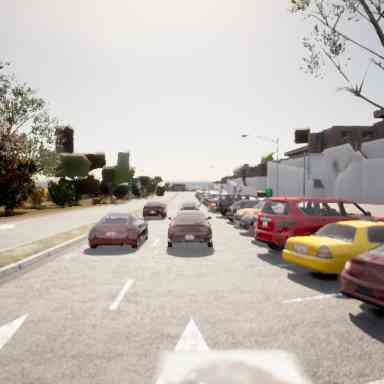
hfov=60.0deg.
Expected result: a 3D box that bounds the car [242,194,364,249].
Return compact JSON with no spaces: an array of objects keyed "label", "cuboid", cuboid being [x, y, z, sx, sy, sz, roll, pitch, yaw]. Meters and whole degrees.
[{"label":"car","cuboid":[5.024,1.226,12.374,5.566,2.045,2.435,1,0,-21]}]

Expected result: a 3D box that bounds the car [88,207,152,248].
[{"label":"car","cuboid":[-3.096,1.563,14.652,1.994,1.385,4.181,0,0,-1]}]

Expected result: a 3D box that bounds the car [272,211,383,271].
[{"label":"car","cuboid":[5.194,1.478,9.425,5.366,1.575,1.946,1,0,-21]}]

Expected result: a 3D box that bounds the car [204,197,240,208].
[{"label":"car","cuboid":[4.608,1.626,51.370,5.008,1.535,2.097,1,-1,-21]}]

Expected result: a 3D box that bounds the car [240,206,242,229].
[{"label":"car","cuboid":[4.992,1.506,15.377,4.792,1.488,2.163,1,0,-21]}]

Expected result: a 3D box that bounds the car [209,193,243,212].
[{"label":"car","cuboid":[4.847,1.248,30.384,5.566,2.045,2.435,1,-1,-21]}]

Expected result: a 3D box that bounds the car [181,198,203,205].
[{"label":"car","cuboid":[-0.243,1.545,29.689,1.812,1.442,4.674,0,0,-1]}]

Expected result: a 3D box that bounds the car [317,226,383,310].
[{"label":"car","cuboid":[5.037,1.520,6.356,4.674,1.452,2.002,1,0,-20]}]

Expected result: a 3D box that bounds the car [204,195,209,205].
[{"label":"car","cuboid":[4.559,1.535,39.298,5.366,1.575,1.946,1,0,-21]}]

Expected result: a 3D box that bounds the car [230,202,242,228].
[{"label":"car","cuboid":[4.945,1.478,18.361,4.892,1.521,2.231,1,0,-21]}]

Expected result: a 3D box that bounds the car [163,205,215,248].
[{"label":"car","cuboid":[-0.097,1.524,14.681,1.812,1.442,4.674,0,0,-1]}]

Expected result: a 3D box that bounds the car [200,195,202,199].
[{"label":"car","cuboid":[4.530,1.721,60.370,4.674,1.452,2.002,1,0,-21]}]

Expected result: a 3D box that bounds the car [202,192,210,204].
[{"label":"car","cuboid":[4.682,1.309,42.352,5.566,2.045,2.435,1,0,-21]}]

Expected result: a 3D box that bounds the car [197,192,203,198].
[{"label":"car","cuboid":[4.497,1.440,66.394,5.566,2.045,2.435,1,0,-21]}]

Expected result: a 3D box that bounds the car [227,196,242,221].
[{"label":"car","cuboid":[4.942,1.354,21.371,4.553,1.767,2.185,1,0,-21]}]

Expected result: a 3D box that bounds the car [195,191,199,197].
[{"label":"car","cuboid":[4.358,1.424,75.374,5.566,2.045,2.435,1,1,-21]}]

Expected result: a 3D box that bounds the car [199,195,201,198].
[{"label":"car","cuboid":[4.523,1.716,63.395,4.792,1.488,2.163,1,0,-21]}]

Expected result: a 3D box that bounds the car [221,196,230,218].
[{"label":"car","cuboid":[4.850,1.357,24.356,4.553,1.767,2.185,1,0,-21]}]

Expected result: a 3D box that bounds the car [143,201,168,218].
[{"label":"car","cuboid":[-3.243,1.498,29.660,1.882,1.535,5.008,0,0,-1]}]
